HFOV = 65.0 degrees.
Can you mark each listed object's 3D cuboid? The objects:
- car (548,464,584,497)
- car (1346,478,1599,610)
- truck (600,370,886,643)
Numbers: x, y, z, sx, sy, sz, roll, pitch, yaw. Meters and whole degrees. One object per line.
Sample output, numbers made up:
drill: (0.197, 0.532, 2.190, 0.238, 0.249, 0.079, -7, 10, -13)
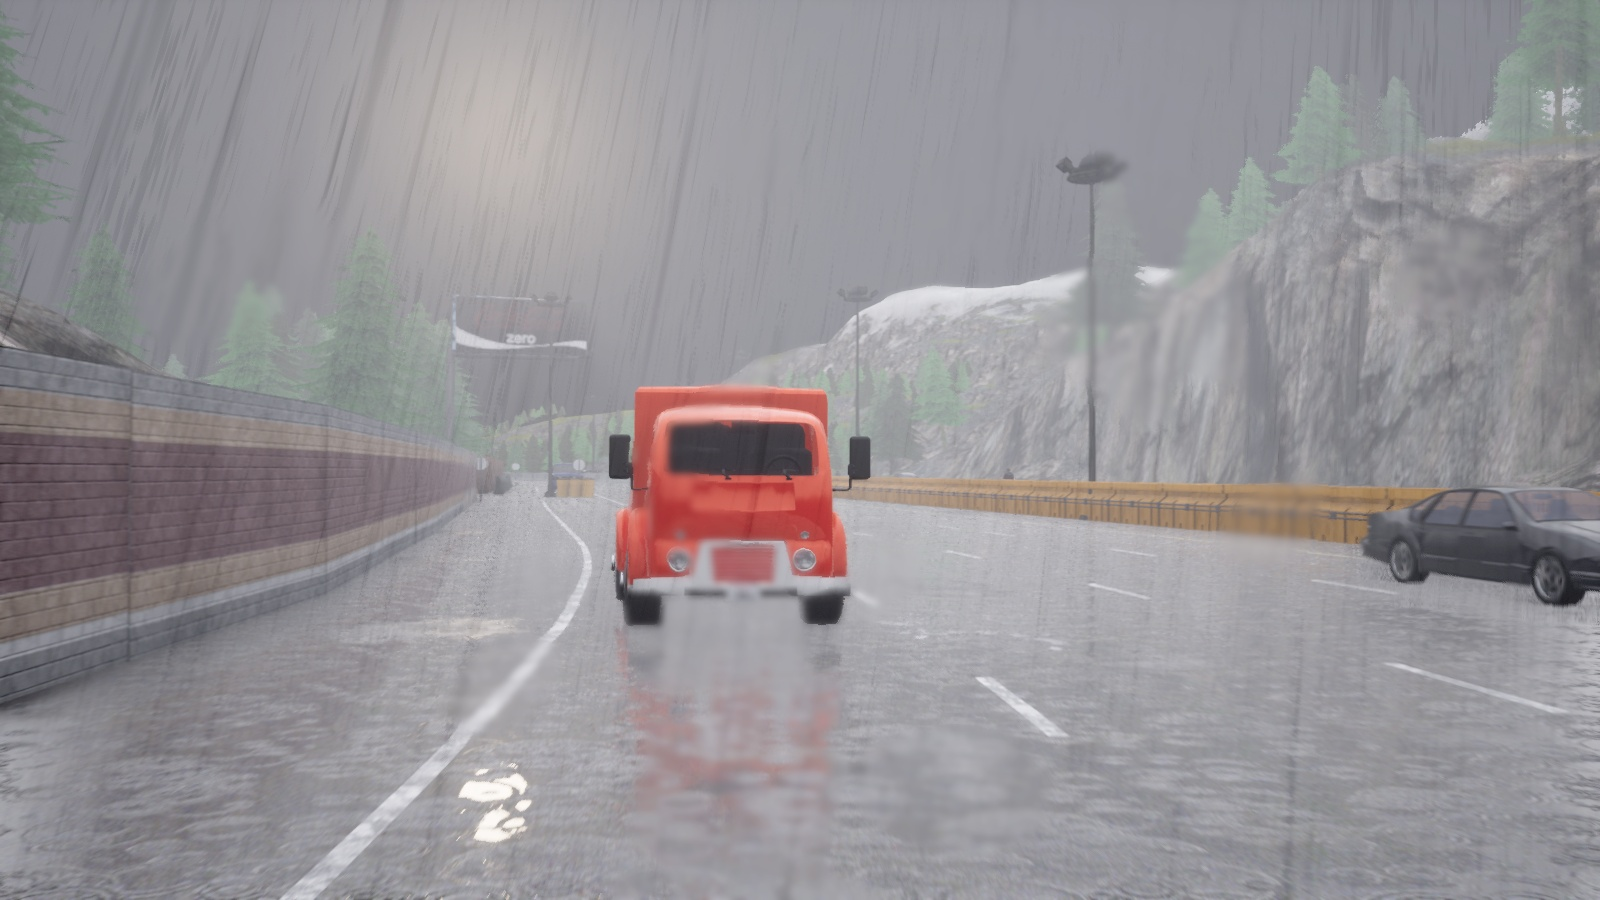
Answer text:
car: (-14.945, 1.942, 80.349, 2.150, 2.045, 5.566, 0, -1, -10)
car: (9.552, 1.096, 16.432, 2.033, 1.411, 5.357, 0, -1, -6)
truck: (-0.820, 0.576, 14.104, 2.627, 2.467, 5.204, 0, -2, -7)
